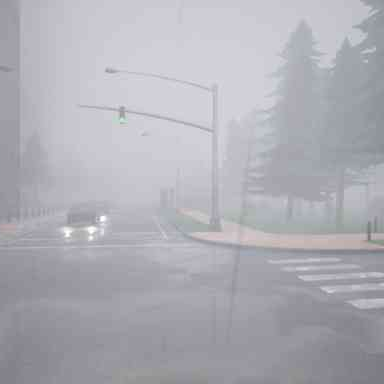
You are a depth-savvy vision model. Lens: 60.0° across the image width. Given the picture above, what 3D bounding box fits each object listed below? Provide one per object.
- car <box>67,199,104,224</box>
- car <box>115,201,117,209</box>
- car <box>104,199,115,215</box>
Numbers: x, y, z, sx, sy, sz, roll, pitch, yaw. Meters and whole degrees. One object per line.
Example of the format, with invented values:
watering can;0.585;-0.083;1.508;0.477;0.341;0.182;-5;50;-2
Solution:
car;-8.082;1.515;25.182;1.882;1.535;5.008;0;0;-9
car;-11.254;1.615;45.014;2.033;1.411;5.357;0;0;-9
car;-9.668;1.544;34.984;2.128;1.511;4.902;0;0;-9
